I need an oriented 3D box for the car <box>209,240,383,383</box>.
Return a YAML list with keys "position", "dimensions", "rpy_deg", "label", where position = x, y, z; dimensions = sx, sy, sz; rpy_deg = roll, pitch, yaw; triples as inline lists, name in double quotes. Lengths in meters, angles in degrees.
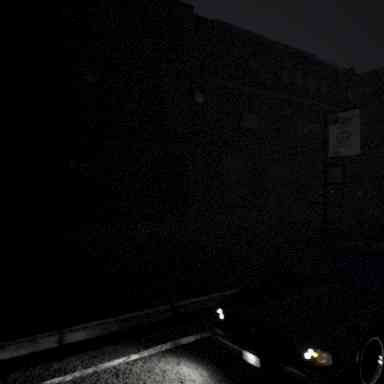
- position: [2.854, 1.544, 5.413]
  dimensions: [5.357, 1.411, 2.033]
  rpy_deg: [0, 0, -35]
  label: "car"
